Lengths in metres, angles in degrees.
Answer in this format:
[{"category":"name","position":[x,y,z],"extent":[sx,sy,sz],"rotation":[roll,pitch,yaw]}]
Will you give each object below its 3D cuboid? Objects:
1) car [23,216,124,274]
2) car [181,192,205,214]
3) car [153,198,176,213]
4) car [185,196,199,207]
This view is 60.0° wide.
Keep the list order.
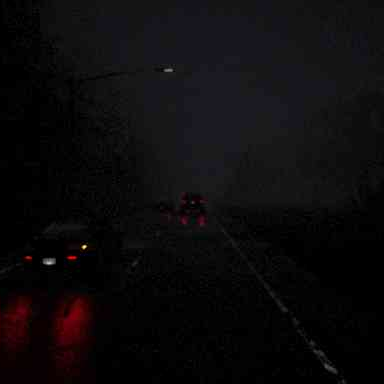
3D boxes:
[{"category":"car","position":[-3.376,1.468,10.216],"extent":[1.812,1.442,4.674],"rotation":[0,0,0]},{"category":"car","position":[0.082,1.042,32.443],"extent":[2.150,2.045,5.566],"rotation":[0,0,0]},{"category":"car","position":[-2.757,1.291,33.620],"extent":[1.882,1.535,5.008],"rotation":[0,1,2]},{"category":"car","position":[0.009,1.274,45.802],"extent":[1.812,1.442,4.674],"rotation":[0,0,0]}]
